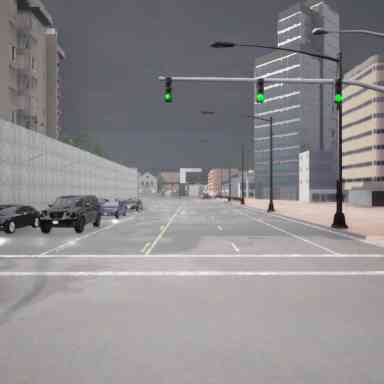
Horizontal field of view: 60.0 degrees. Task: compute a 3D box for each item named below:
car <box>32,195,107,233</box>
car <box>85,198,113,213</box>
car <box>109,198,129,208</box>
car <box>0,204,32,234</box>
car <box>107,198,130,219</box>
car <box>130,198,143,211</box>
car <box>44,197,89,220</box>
[{"bbox_3d":[-7.104,1.221,20.051,2.150,2.045,5.566,0,0,0],"label":"car"},{"bbox_3d":[-10.609,1.505,38.305,1.837,1.490,4.892,0,0,0],"label":"car"},{"bbox_3d":[-10.576,1.601,48.365,1.895,1.301,4.718,0,0,0],"label":"car"},{"bbox_3d":[-10.608,1.505,19.419,1.837,1.490,4.892,0,0,0],"label":"car"},{"bbox_3d":[-7.111,1.526,29.692,1.812,1.442,4.674,0,0,0],"label":"car"},{"bbox_3d":[-7.107,1.491,40.034,2.128,1.511,4.902,0,0,0],"label":"car"},{"bbox_3d":[-10.611,1.352,28.487,2.097,1.767,4.553,0,0,0],"label":"car"}]
